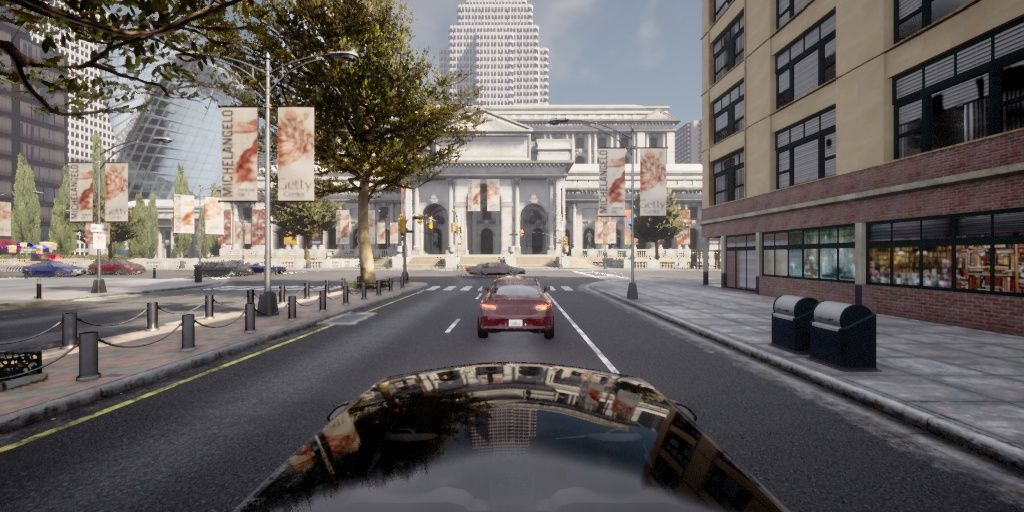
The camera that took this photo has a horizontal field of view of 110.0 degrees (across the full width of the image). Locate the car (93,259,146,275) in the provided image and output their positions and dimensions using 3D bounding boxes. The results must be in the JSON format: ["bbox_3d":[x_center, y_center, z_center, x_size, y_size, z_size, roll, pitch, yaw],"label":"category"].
[{"bbox_3d":[-41.537,1.102,37.776,4.553,1.767,2.097,0,0,0],"label":"car"}]

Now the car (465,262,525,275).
[{"bbox_3d":[-1.387,1.296,33.840,5.357,1.411,2.033,0,0,1],"label":"car"}]

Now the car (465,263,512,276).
[{"bbox_3d":[-2.413,1.351,37.351,4.718,1.301,1.895,0,0,1],"label":"car"}]

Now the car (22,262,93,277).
[{"bbox_3d":[-43.760,1.275,34.295,4.674,1.442,1.812,0,0,0],"label":"car"}]

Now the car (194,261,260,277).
[{"bbox_3d":[-27.378,1.257,34.142,4.892,1.490,1.837,-1,0,1],"label":"car"}]

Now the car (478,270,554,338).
[{"bbox_3d":[0.118,1.276,10.021,1.812,1.442,4.674,0,0,1],"label":"car"}]

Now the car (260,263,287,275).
[{"bbox_3d":[-26.386,1.351,37.633,4.718,1.301,1.895,0,0,1],"label":"car"}]
